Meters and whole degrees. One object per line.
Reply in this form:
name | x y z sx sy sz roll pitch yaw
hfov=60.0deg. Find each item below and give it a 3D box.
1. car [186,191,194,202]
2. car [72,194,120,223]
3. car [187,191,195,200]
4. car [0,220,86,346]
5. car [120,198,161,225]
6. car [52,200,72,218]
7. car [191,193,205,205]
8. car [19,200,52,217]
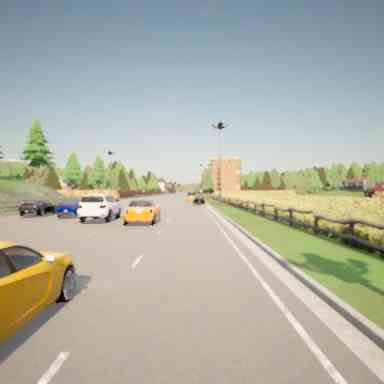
car | -0.194 1.153 72.576 2.097 1.767 4.553 0 0 0
car | -6.934 1.162 25.421 2.150 2.045 5.566 0 0 0
car | -0.288 0.866 86.725 2.150 2.045 5.566 0 0 0
car | -3.410 1.468 5.126 1.882 1.535 5.008 0 0 0
car | -3.431 1.292 23.603 2.097 1.767 4.553 0 0 0
car | -10.439 1.411 29.929 1.882 1.535 5.008 0 0 0
car | 1.148 1.328 54.533 1.882 1.535 5.008 0 0 0
car | -13.941 1.428 30.456 2.128 1.511 4.902 0 0 0
